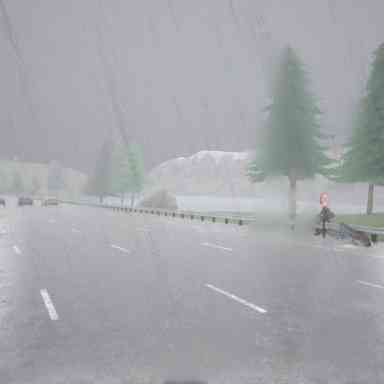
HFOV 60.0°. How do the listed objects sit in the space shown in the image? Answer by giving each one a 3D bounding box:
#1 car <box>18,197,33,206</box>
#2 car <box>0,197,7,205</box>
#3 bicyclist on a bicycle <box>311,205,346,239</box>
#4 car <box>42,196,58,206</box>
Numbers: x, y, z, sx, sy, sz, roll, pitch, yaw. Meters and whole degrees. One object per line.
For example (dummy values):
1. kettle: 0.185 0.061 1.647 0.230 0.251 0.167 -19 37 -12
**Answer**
1. car: -27.550 1.491 54.945 2.128 1.511 4.902 0 0 -33
2. car: -32.459 1.526 56.098 1.812 1.442 4.674 0 0 -32
3. bicyclist on a bicycle: 6.761 1.423 16.888 1.656 1.620 0.582 4 -1 -19
4. car: -23.648 1.478 55.351 1.882 1.535 5.008 0 0 -33
